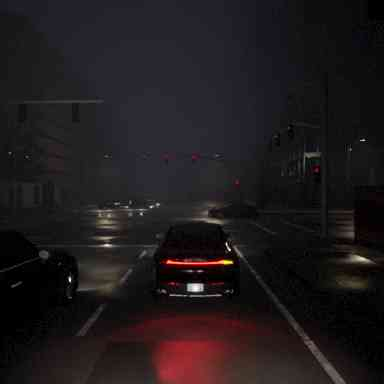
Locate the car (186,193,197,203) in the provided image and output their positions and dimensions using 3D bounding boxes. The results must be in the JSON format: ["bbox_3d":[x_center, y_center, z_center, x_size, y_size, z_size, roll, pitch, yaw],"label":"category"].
[{"bbox_3d":[-0.069,1.221,69.240,2.150,2.045,5.566,0,0,1],"label":"car"}]

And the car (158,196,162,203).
[{"bbox_3d":[-7.204,1.492,67.509,2.128,1.511,4.902,0,0,1],"label":"car"}]

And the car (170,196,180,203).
[{"bbox_3d":[-3.562,1.563,70.609,1.994,1.385,4.181,0,0,1],"label":"car"}]

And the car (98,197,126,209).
[{"bbox_3d":[-10.925,1.547,44.579,2.033,1.411,5.357,0,0,3],"label":"car"}]

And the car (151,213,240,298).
[{"bbox_3d":[0.082,1.505,8.518,1.837,1.490,4.892,0,0,0],"label":"car"}]

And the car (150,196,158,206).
[{"bbox_3d":[-7.390,1.478,56.536,1.882,1.535,5.008,0,0,1],"label":"car"}]

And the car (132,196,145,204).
[{"bbox_3d":[-10.710,1.525,67.043,1.812,1.442,4.674,0,0,1],"label":"car"}]

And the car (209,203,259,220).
[{"bbox_3d":[3.479,1.603,27.768,4.181,1.385,1.994,1,0,0],"label":"car"}]

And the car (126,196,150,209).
[{"bbox_3d":[-7.456,1.505,46.467,1.837,1.490,4.892,0,0,0],"label":"car"}]

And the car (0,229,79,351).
[{"bbox_3d":[-3.445,1.352,5.196,2.097,1.767,4.553,0,0,0],"label":"car"}]
